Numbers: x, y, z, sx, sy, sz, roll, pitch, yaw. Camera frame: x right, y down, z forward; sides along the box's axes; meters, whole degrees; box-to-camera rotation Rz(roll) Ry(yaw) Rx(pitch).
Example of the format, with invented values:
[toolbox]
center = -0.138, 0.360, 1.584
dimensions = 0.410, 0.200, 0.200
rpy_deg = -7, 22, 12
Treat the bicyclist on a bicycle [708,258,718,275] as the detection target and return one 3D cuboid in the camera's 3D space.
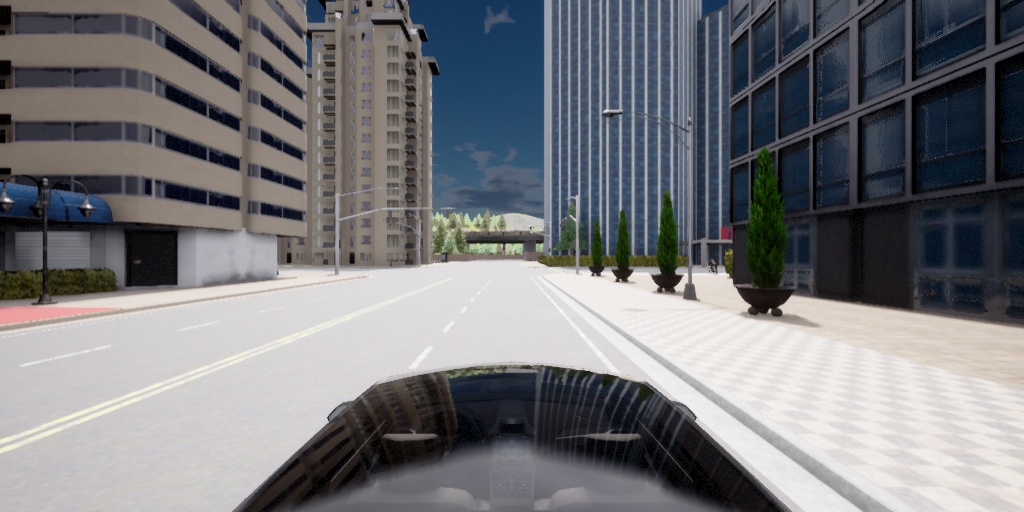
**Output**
[bicyclist on a bicycle]
center = 19.642, 1.025, 35.151
dimensions = 0.582, 1.620, 1.656
rpy_deg = 0, 0, -1
